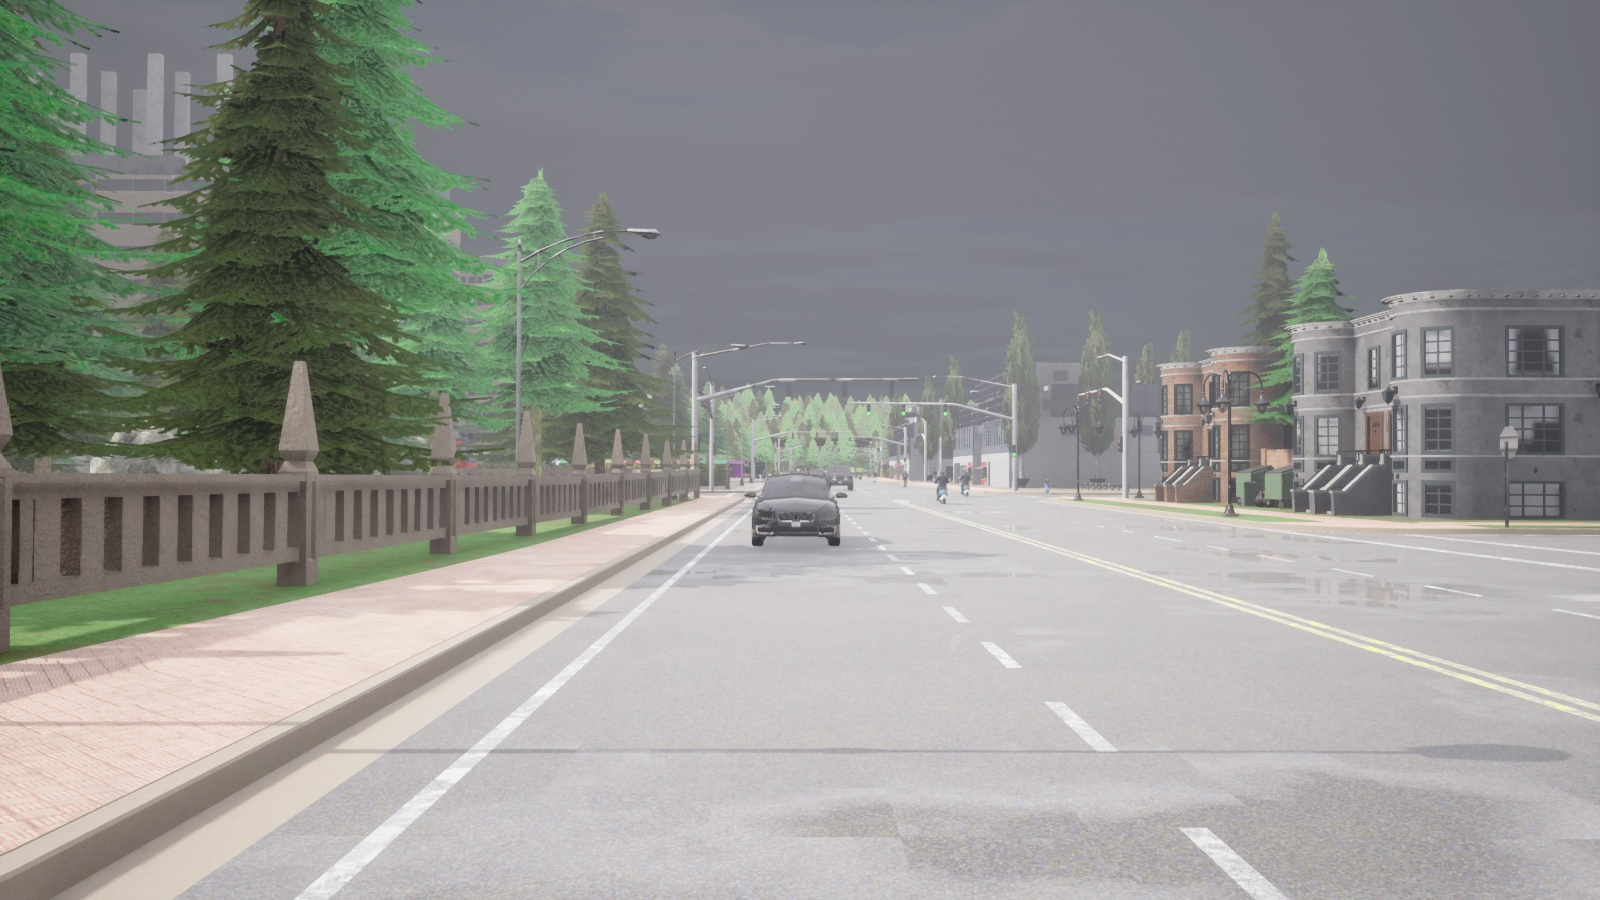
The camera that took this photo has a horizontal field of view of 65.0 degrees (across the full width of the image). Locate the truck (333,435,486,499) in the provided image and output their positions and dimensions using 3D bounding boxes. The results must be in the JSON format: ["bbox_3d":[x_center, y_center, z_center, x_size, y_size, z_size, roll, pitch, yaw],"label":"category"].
[{"bbox_3d":[-23.879,1.036,77.065,8.468,3.827,2.891,0,-1,0],"label":"truck"}]

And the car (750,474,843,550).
[{"bbox_3d":[-0.076,1.278,27.359,1.837,1.490,4.892,0,-1,0],"label":"car"}]
